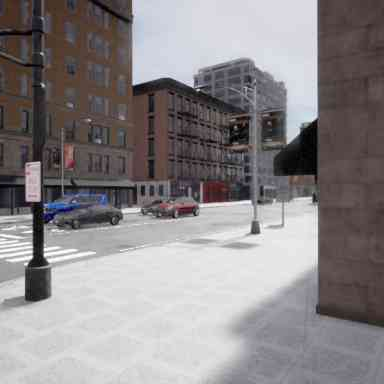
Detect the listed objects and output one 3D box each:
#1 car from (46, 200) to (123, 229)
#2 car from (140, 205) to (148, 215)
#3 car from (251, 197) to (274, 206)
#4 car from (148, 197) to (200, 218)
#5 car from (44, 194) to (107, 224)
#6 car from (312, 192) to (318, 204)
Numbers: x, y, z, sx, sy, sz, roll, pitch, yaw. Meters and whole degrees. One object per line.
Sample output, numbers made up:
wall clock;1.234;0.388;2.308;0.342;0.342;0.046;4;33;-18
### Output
car;-6.507;1.468;21.285;1.812;1.442;4.674;0;0;37
car;-2.899;1.429;32.041;1.812;1.442;4.674;0;0;35
car;10.970;1.401;51.542;1.895;1.301;4.718;0;0;35
car;-1.290;1.256;28.678;2.097;1.767;4.553;0;0;35
car;-8.507;1.166;24.091;2.150;2.045;5.566;0;0;35
car;21.641;0.970;55.225;2.150;2.045;5.566;0;0;35
